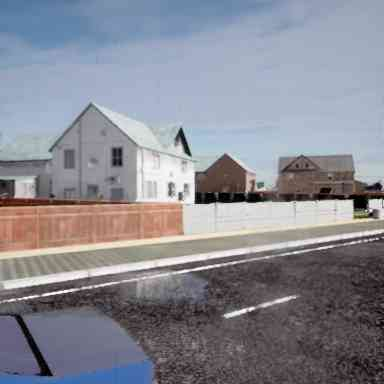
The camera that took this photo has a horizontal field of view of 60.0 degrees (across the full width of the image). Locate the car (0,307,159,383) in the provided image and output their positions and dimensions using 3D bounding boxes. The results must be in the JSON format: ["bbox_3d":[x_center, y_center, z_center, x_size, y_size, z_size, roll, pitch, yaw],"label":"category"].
[{"bbox_3d":[-2.719,1.550,1.743,5.357,1.411,2.033,0,0,-36],"label":"car"}]
